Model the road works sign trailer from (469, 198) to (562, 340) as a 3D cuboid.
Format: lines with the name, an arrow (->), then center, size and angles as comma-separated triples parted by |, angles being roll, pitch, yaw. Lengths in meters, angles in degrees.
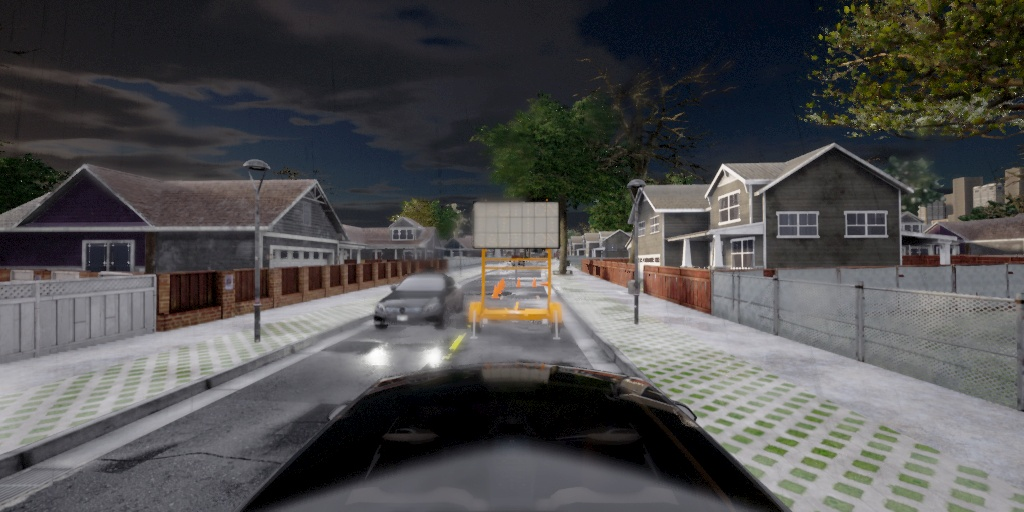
road works sign trailer -> 0.126, 0.211, 10.022 | 2.380, 3.560, 2.880 | 0, 0, 2

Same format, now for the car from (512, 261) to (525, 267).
car -> 1.130, 1.128, 60.127 | 1.994, 1.385, 4.181 | 0, 0, 6

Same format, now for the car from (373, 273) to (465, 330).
car -> -2.645, 1.272, 11.231 | 1.812, 1.442, 4.674 | 0, 0, 2
